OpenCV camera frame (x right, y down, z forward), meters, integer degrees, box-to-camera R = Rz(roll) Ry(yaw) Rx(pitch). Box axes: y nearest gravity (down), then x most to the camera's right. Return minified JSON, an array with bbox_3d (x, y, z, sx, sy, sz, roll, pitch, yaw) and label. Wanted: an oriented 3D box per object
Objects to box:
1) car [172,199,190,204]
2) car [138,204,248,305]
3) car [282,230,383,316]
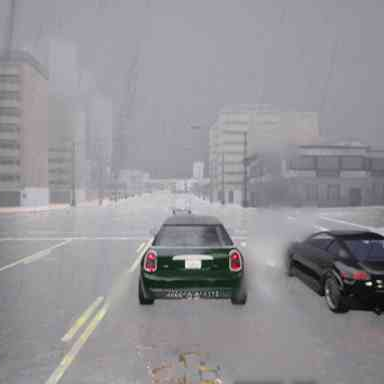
[{"bbox_3d":[-1.133,1.522,35.751,1.812,1.442,4.674,0,0,-4],"label":"car"},{"bbox_3d":[-0.004,1.339,8.221,2.097,1.767,4.553,0,0,-1],"label":"car"},{"bbox_3d":[3.508,1.552,7.614,1.994,1.385,4.181,0,0,-1],"label":"car"}]
